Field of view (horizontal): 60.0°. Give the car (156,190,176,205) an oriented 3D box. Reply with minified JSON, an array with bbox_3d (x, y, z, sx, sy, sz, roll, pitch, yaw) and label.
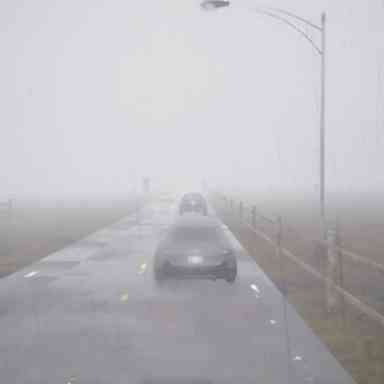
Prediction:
[{"bbox_3d":[-2.827,0.573,36.435,1.882,1.535,5.008,0,2,0],"label":"car"}]

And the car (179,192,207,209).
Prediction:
[{"bbox_3d":[0.093,0.784,26.375,2.097,1.767,4.553,0,2,0],"label":"car"}]

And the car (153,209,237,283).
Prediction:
[{"bbox_3d":[0.081,1.413,9.277,1.994,1.385,4.181,0,1,0],"label":"car"}]
